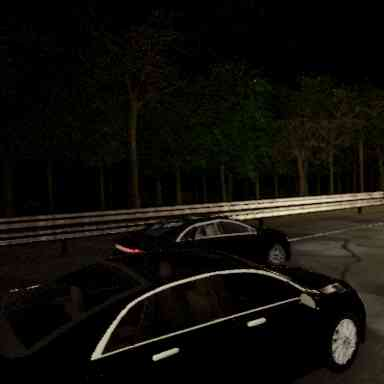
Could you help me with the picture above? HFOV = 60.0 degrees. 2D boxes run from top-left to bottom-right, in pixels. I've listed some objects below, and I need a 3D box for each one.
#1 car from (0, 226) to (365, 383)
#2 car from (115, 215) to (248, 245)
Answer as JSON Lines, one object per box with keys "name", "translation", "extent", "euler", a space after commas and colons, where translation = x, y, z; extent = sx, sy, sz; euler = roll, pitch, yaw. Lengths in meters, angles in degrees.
{"name": "car", "translation": [0.068, 1.435, 3.797], "extent": [4.892, 1.490, 1.837], "euler": [-3, 2, -35]}
{"name": "car", "translation": [0.436, 1.325, 8.356], "extent": [4.902, 1.511, 2.128], "euler": [-2, 1, -35]}
